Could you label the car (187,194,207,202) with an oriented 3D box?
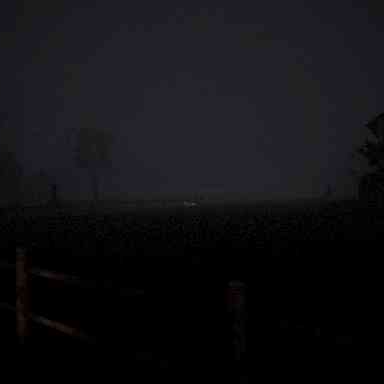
[{"bbox_3d":[0.903,1.115,62.273,1.837,1.490,4.892,1,1,36],"label":"car"}]
